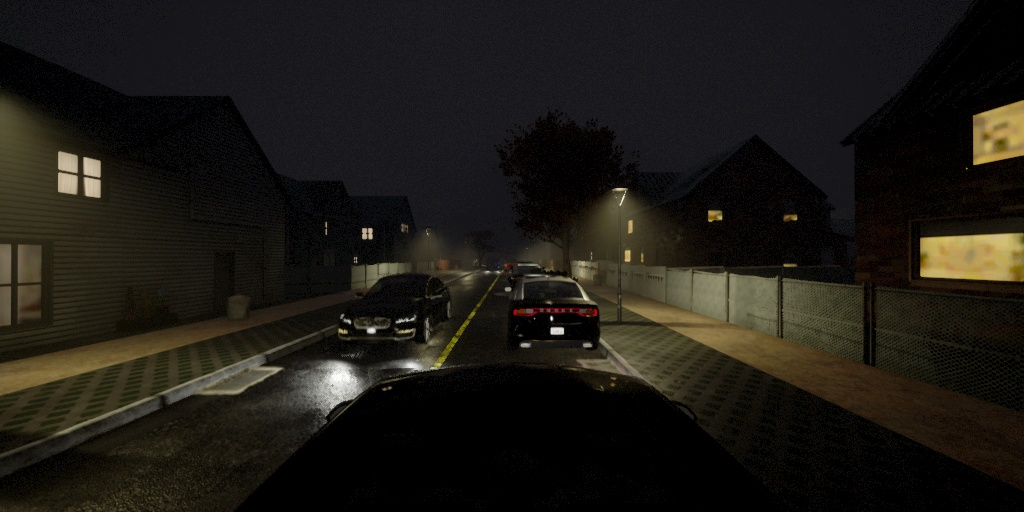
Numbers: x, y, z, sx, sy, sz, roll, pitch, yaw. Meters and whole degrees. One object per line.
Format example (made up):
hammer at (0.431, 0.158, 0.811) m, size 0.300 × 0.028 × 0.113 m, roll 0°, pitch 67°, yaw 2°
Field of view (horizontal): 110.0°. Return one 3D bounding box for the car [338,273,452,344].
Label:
car at (-2.837, 1.258, 9.673) m, size 1.837 × 1.490 × 4.892 m, roll 0°, pitch 0°, yaw 0°

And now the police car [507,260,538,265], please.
police car at (0.854, 1.184, 19.178) m, size 1.930 × 1.638 × 5.238 m, roll 0°, pitch 0°, yaw 0°

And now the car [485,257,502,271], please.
car at (-2.759, 1.106, 53.107) m, size 2.150 × 2.045 × 5.566 m, roll 0°, pitch 0°, yaw 0°

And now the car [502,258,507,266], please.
car at (0.117, 1.209, 47.991) m, size 2.097 × 1.767 × 4.553 m, roll 0°, pitch 0°, yaw 1°

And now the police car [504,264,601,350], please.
police car at (0.837, 1.178, 9.177) m, size 1.930 × 1.638 × 5.238 m, roll 0°, pitch 0°, yaw 0°
